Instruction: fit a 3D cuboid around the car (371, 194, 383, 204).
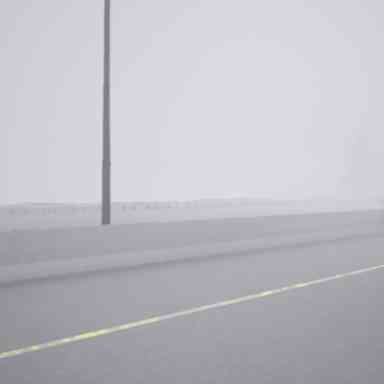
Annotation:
[{"bbox_3d":[27.248,0.966,46.973,5.008,1.535,1.882,0,1,-33],"label":"car"}]
